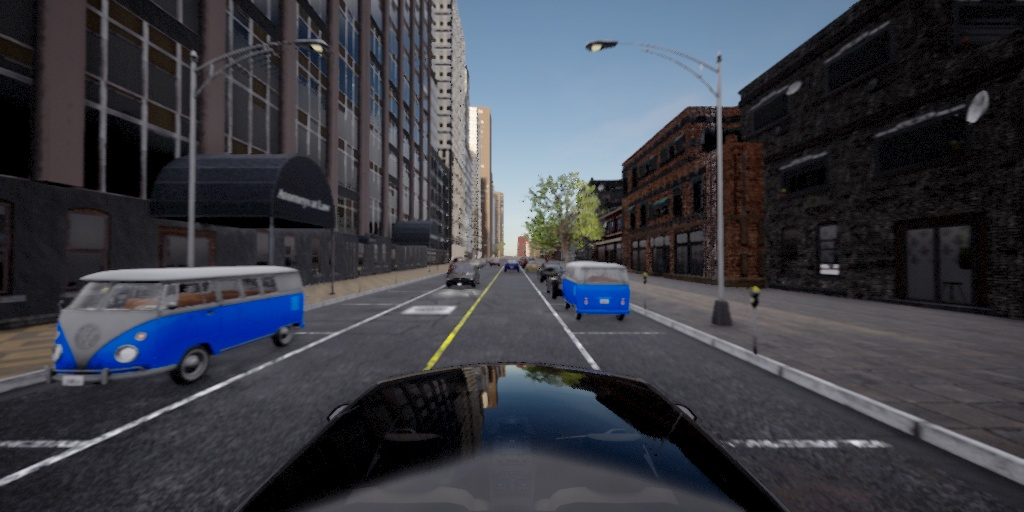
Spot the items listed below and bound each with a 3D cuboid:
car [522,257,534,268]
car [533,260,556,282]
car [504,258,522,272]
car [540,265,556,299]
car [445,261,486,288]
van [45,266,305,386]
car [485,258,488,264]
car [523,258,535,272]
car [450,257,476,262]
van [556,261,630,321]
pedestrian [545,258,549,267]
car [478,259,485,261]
[{"bbox_3d":[2.647,1.044,56.668,2.192,1.841,5.009,0,0,0],"label":"car"},{"bbox_3d":[2.979,1.255,28.328,1.837,1.490,4.892,0,0,0],"label":"car"},{"bbox_3d":[0.003,1.217,45.997,1.882,1.535,5.008,0,0,1],"label":"car"},{"bbox_3d":[2.679,1.317,17.845,1.948,1.339,4.313,0,0,0],"label":"car"},{"bbox_3d":[-3.115,1.297,23.934,2.033,1.411,5.357,0,0,0],"label":"car"},{"bbox_3d":[-5.693,1.092,6.744,1.690,1.789,3.998,0,0,0],"label":"van"},{"bbox_3d":[-5.739,1.290,62.207,1.948,1.339,4.313,0,0,0],"label":"car"},{"bbox_3d":[2.656,1.265,45.746,1.751,1.417,4.829,0,0,0],"label":"car"},{"bbox_3d":[-5.720,1.058,40.021,2.192,1.841,5.009,0,0,0],"label":"car"},{"bbox_3d":[2.683,1.092,12.298,1.690,1.789,3.998,0,0,0],"label":"van"},{"bbox_3d":[2.976,1.042,31.285,0.375,1.860,0.375,1,-1,-4],"label":"pedestrian"},{"bbox_3d":[-5.734,1.255,56.489,1.751,1.417,4.829,0,0,0],"label":"car"}]
